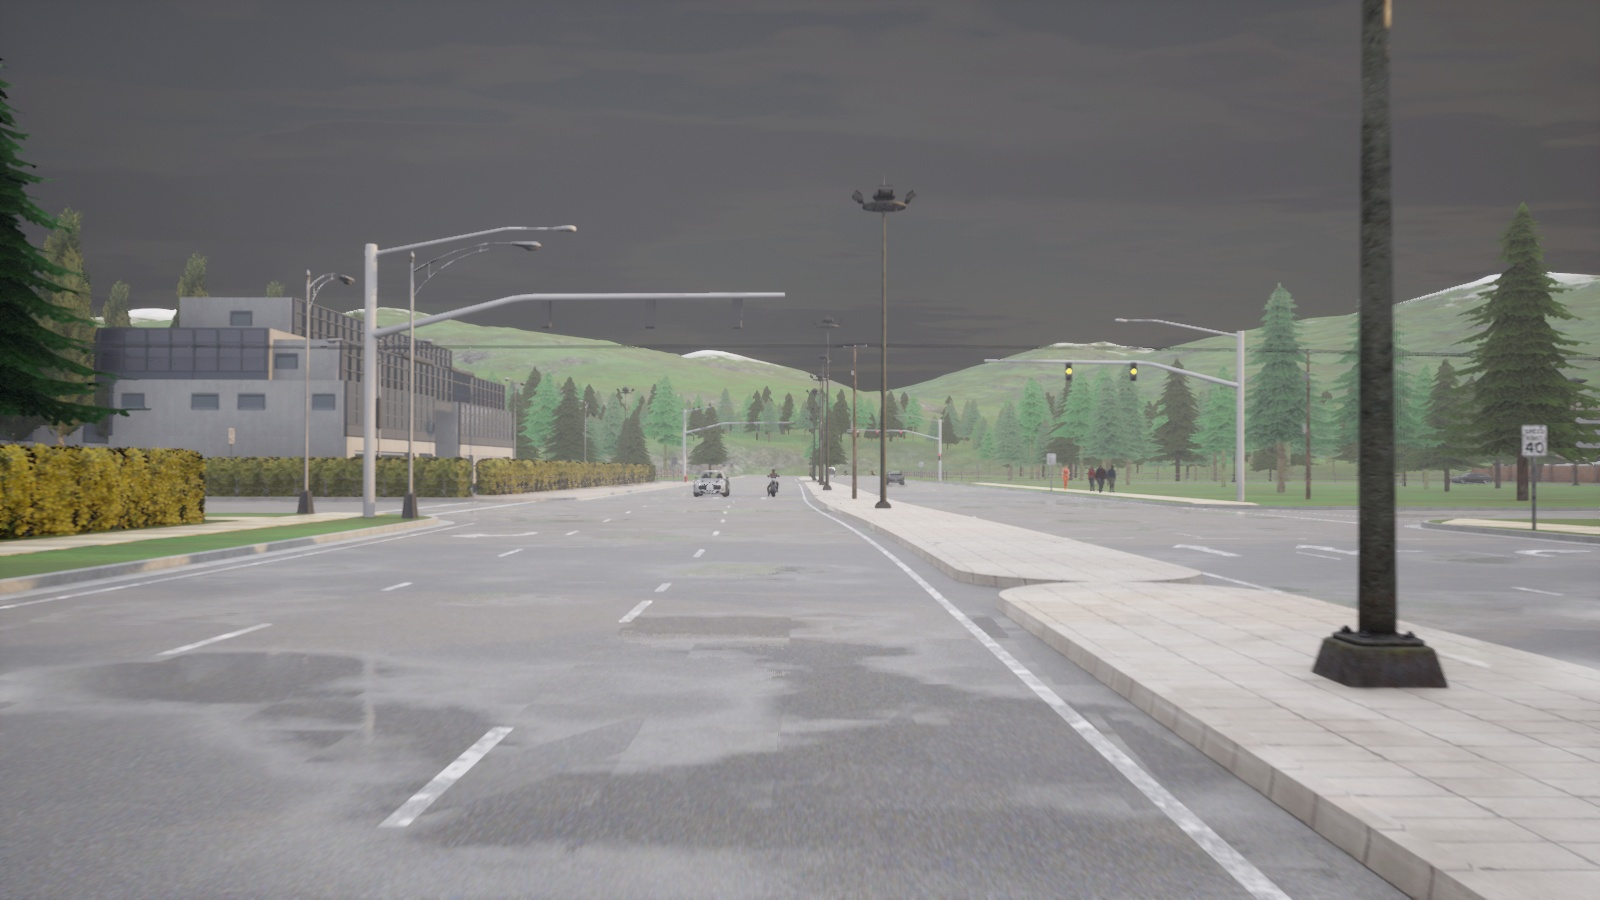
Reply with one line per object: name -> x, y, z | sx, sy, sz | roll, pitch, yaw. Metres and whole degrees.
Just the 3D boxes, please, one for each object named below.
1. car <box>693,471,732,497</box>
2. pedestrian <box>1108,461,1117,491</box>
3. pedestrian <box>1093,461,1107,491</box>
car -> -4.994, 1.925, 71.859 | 1.970, 1.475, 3.806 | 0, -1, 0
pedestrian -> 19.404, 1.599, 78.092 | 0.370, 1.835, 0.726 | 0, -1, 1
pedestrian -> 18.541, 1.594, 77.532 | 0.634, 1.844, 0.899 | 0, -1, 1
